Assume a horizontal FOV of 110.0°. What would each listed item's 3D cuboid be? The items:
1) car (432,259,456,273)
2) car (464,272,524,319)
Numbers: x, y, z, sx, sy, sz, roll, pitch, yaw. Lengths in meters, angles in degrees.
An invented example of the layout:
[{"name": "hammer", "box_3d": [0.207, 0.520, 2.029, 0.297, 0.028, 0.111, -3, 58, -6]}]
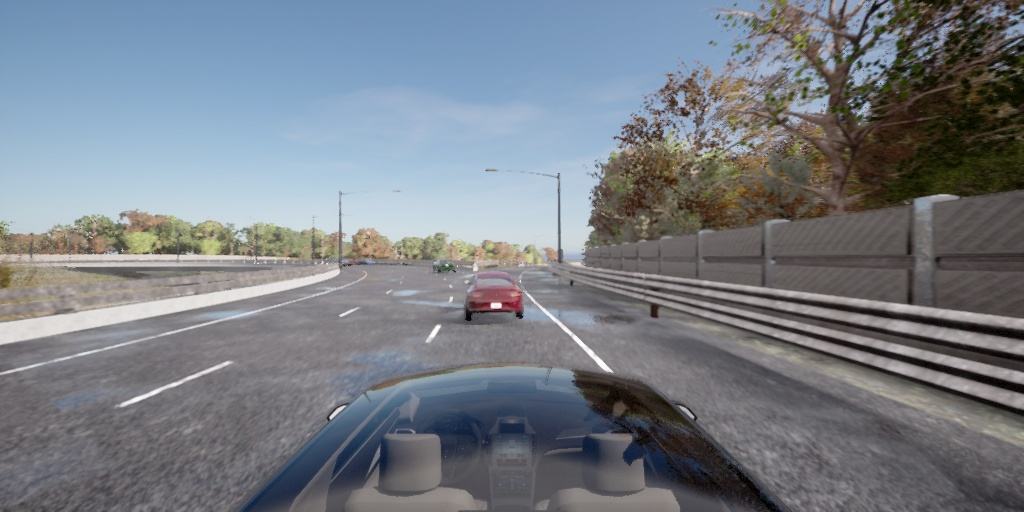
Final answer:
[{"name": "car", "box_3d": [-8.341, 1.122, 43.616, 2.097, 1.767, 4.553, 0, 0, -22]}, {"name": "car", "box_3d": [-0.701, 1.275, 12.709, 1.812, 1.442, 4.674, 0, 0, -6]}]
